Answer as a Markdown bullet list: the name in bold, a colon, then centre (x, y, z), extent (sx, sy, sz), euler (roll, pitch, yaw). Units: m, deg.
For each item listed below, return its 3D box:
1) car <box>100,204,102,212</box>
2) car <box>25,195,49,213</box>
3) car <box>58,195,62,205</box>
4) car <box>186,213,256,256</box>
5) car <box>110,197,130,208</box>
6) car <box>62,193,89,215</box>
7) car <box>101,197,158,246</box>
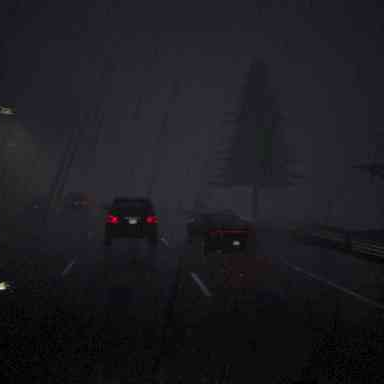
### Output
- **car**: centre (-8.657, 1.592, 35.344), extent (1.895, 1.301, 4.718), euler (2, 0, -20)
- **car**: centre (-15.592, 1.325, 33.584), extent (1.994, 1.385, 4.181), euler (2, 0, -20)
- **car**: centre (-20.517, 1.234, 53.894), extent (1.882, 1.535, 5.008), euler (3, -1, -27)
- **car**: centre (1.045, 1.615, 13.922), extent (1.882, 1.535, 5.008), euler (2, 0, -11)
- **car**: centre (-10.886, 1.536, 50.001), extent (1.837, 1.490, 4.892), euler (3, -1, -25)
- **car**: centre (-11.509, 1.108, 33.128), extent (2.150, 2.045, 5.566), euler (2, 0, -20)
- **car**: centre (-2.921, 1.247, 15.604), extent (2.150, 2.045, 5.566), euler (2, 0, -13)
